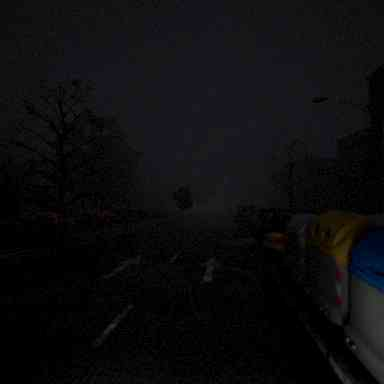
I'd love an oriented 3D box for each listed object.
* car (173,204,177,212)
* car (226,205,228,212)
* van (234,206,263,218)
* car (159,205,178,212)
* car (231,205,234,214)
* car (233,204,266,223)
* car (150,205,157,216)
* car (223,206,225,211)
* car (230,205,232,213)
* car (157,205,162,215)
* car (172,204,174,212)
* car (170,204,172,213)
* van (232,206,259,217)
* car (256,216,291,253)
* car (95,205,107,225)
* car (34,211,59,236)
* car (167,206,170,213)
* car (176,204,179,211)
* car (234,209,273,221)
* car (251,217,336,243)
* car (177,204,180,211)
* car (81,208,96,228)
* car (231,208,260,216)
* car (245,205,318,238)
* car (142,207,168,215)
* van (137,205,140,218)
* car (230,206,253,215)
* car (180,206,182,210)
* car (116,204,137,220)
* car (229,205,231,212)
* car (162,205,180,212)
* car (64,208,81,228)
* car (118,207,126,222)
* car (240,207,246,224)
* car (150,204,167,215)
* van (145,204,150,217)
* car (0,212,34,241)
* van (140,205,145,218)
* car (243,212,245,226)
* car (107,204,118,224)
[{"bbox_3d":[-6.787,4.255,79.845,4.792,1.488,2.163,1,-2,-16],"label":"car"},{"bbox_3d":[11.575,4.490,80.766,5.008,1.535,2.097,2,-2,-17],"label":"car"},{"bbox_3d":[9.540,3.395,56.696,4.442,1.987,1.878,2,-2,-15],"label":"van"},{"bbox_3d":[-6.307,4.421,88.726,4.553,1.767,2.185,1,-2,-17],"label":"car"},{"bbox_3d":[7.972,2.720,38.772,5.566,2.045,2.435,2,-2,-15],"label":"car"},{"bbox_3d":[7.417,2.503,32.787,5.566,2.045,2.435,2,-2,-15],"label":"car"},{"bbox_3d":[-8.765,3.255,53.289,5.366,1.575,1.946,1,-2,-15],"label":"car"},{"bbox_3d":[12.039,4.558,89.803,5.566,2.045,2.435,2,-2,-18],"label":"car"},{"bbox_3d":[8.575,2.940,44.779,5.566,2.045,2.435,2,-2,-15],"label":"car"},{"bbox_3d":[-8.379,3.502,59.173,4.792,1.488,2.163,1,-2,-15],"label":"car"},{"bbox_3d":[-7.153,4.012,73.950,5.008,1.535,2.097,1,-2,-16],"label":"car"},{"bbox_3d":[-7.358,3.779,71.007,4.553,1.767,2.185,1,-2,-15],"label":"car"},{"bbox_3d":[10.082,3.613,62.692,4.442,1.987,1.878,2,-2,-15],"label":"van"},{"bbox_3d":[5.893,2.077,14.839,5.366,1.575,1.946,2,-3,-14],"label":"car"},{"bbox_3d":[-10.877,2.373,32.503,4.553,1.767,2.185,1,-2,-15],"label":"car"},{"bbox_3d":[-11.780,2.130,22.376,4.892,1.521,2.231,1,-2,-15],"label":"car"},{"bbox_3d":[-7.700,3.687,65.135,5.366,1.575,1.946,1,-2,-15],"label":"car"},{"bbox_3d":[-6.549,4.363,82.828,4.792,1.488,2.163,1,-2,-16],"label":"car"},{"bbox_3d":[8.822,3.299,47.747,5.008,1.535,2.097,2,-2,-15],"label":"car"},{"bbox_3d":[6.291,2.356,20.797,4.674,1.452,2.002,2,-2,-14],"label":"car"},{"bbox_3d":[-6.411,4.440,85.769,5.008,1.535,2.097,1,-2,-17],"label":"car"},{"bbox_3d":[-11.133,2.405,29.139,4.792,1.488,2.163,1,-2,-15],"label":"car"},{"bbox_3d":[10.628,3.955,65.773,5.366,1.575,1.946,2,-2,-15],"label":"car"},{"bbox_3d":[6.034,1.948,17.820,5.566,2.045,2.435,2,-2,-14],"label":"car"},{"bbox_3d":[-7.621,3.797,68.039,4.892,1.521,2.231,1,-2,-15],"label":"car"},{"bbox_3d":[-9.643,2.707,44.392,4.442,1.987,1.878,1,-2,-15],"label":"van"},{"bbox_3d":[11.151,4.149,74.742,4.553,1.767,2.185,2,-2,-16],"label":"car"},{"bbox_3d":[-6.328,4.648,91.624,5.366,1.575,1.946,1,-2,-17],"label":"car"},{"bbox_3d":[-10.055,2.572,41.389,5.566,2.045,2.435,1,-2,-15],"label":"car"},{"bbox_3d":[9.127,3.158,50.758,5.566,2.045,2.435,2,-2,-15],"label":"car"},{"bbox_3d":[-6.014,4.634,94.652,4.553,1.767,2.185,1,-2,-18],"label":"car"},{"bbox_3d":[-11.650,2.247,25.701,5.366,1.575,1.946,1,-2,-15],"label":"car"},{"bbox_3d":[-10.302,2.755,38.428,4.674,1.452,2.002,1,-2,-15],"label":"car"},{"bbox_3d":[7.125,2.520,29.802,4.553,1.767,2.185,2,-2,-15],"label":"car"},{"bbox_3d":[-8.164,3.329,62.122,5.566,2.045,2.435,1,-2,-15],"label":"car"},{"bbox_3d":[-9.105,2.923,50.319,4.442,1.987,1.878,1,-2,-15],"label":"van"},{"bbox_3d":[-12.106,2.005,19.000,4.892,1.521,2.231,1,-3,-15],"label":"car"},{"bbox_3d":[-9.374,2.815,47.355,4.442,1.987,1.878,1,-2,-15],"label":"van"},{"bbox_3d":[6.585,2.428,23.808,5.008,1.535,2.097,2,-2,-14],"label":"car"},{"bbox_3d":[-10.540,2.482,35.473,4.553,1.767,2.185,1,-2,-15],"label":"car"}]
